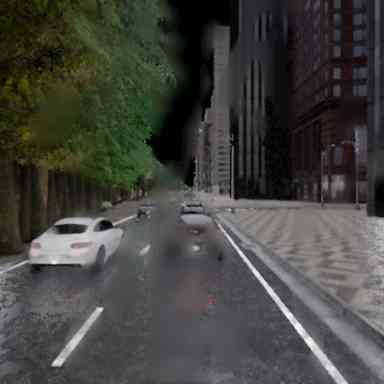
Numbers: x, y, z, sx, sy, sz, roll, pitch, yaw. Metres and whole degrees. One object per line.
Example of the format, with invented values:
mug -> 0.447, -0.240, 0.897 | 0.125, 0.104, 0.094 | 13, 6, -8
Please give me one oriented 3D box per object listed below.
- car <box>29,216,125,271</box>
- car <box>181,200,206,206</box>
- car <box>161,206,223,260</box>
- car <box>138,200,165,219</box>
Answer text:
car -> -3.416, 1.487, 10.605 | 1.812, 1.442, 4.674 | 0, 0, 1
car -> 0.099, 1.403, 27.758 | 2.128, 1.511, 4.902 | 0, 0, 0
car -> 0.090, 1.458, 12.254 | 1.837, 1.490, 4.892 | 0, 0, 0
car -> -3.399, 1.401, 28.244 | 2.128, 1.511, 4.902 | 0, 0, 0
